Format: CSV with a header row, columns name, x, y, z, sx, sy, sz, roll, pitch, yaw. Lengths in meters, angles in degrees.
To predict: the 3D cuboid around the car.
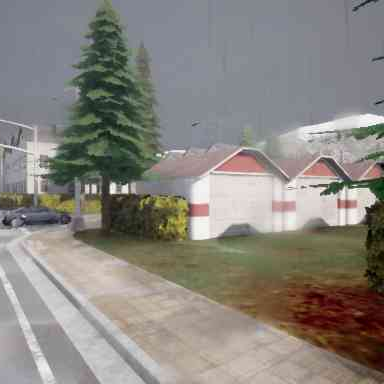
name,x,y,z,sx,sy,sz,roll,pitch,yaw
car,-10.131,1.578,22.073,4.181,1.385,1.994,0,0,-34
